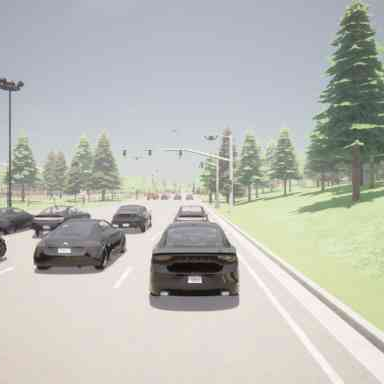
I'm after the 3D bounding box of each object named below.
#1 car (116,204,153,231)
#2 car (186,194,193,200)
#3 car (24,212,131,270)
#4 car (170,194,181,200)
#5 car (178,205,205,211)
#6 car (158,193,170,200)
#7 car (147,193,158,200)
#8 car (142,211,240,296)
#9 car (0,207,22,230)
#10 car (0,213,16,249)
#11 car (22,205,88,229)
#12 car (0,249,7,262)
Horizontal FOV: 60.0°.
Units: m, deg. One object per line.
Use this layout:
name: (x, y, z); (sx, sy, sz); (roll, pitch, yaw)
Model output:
car: (-3.544, 1.506, 20.177); (1.837, 1.490, 4.892); (0, 0, 0)
car: (-0.665, 1.545, 92.483); (1.994, 1.385, 4.181); (0, 0, 0)
car: (-3.479, 1.564, 11.052); (1.994, 1.385, 4.181); (0, 0, 0)
car: (-4.161, 1.517, 92.041); (2.128, 1.511, 4.902); (0, 0, 0)
car: (-0.032, 1.492, 18.434); (2.128, 1.511, 4.902); (0, 0, 0)
car: (-7.661, 1.491, 92.016); (1.837, 1.490, 4.892); (0, 0, 0)
car: (-11.161, 1.217, 92.021); (2.150, 2.045, 5.566); (0, 0, 0)
car: (0.041, 1.478, 8.668); (1.882, 1.535, 5.008); (0, 0, 0)
car: (-10.537, 1.564, 19.038); (1.994, 1.385, 4.181); (0, 0, 0)
car: (-6.973, 1.526, 8.998); (1.812, 1.442, 4.674); (0, 0, -1)
car: (-7.034, 1.492, 18.478); (2.128, 1.511, 4.902); (0, 0, 0)
car: (-3.415, 1.526, 2.184); (1.812, 1.442, 4.674); (0, 0, 0)
